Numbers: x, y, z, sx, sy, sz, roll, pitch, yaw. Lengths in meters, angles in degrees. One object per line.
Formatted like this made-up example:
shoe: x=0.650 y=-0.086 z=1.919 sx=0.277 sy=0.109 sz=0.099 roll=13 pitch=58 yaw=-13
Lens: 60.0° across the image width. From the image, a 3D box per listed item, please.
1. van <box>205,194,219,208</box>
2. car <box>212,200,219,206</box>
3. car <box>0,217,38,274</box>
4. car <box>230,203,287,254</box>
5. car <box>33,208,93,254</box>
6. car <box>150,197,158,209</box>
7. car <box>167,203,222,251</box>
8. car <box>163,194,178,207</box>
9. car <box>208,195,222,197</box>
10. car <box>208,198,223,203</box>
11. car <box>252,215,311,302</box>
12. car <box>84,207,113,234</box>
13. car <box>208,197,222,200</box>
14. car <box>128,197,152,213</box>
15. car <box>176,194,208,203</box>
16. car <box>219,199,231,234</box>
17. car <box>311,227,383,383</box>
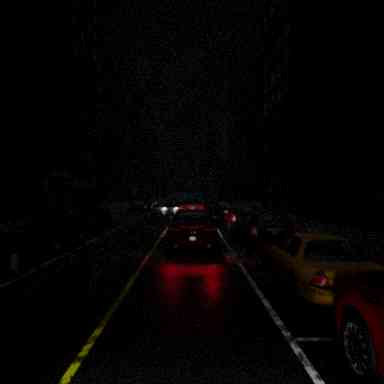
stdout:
van: x=2.800 y=1.262 z=46.488 sx=1.690 sy=1.788 sz=3.998 roll=0 pitch=0 yaw=0
car: x=2.827 y=1.509 z=24.394 sx=2.008 sy=1.369 sz=4.403 roll=0 pitch=0 yaw=0
car: x=-5.678 y=1.531 z=7.797 sx=1.887 sy=1.381 sz=4.507 roll=0 pitch=0 yaw=0
car: x=2.841 y=1.417 z=13.347 sx=1.967 sy=1.590 sz=4.097 roll=0 pitch=0 yaw=0
car: x=-5.685 y=1.543 z=13.322 sx=1.947 sy=1.339 sz=4.313 roll=0 pitch=0 yaw=0
car: x=-5.719 y=1.495 z=40.948 sx=1.947 sy=1.339 sz=4.313 roll=0 pitch=0 yaw=0
car: x=0.037 y=1.453 z=14.068 sx=1.882 sy=1.535 sz=5.008 roll=0 pitch=0 yaw=0
car: x=-3.116 y=1.394 z=48.441 sx=1.882 sy=1.535 sz=5.008 roll=0 pitch=0 yaw=0
car: x=2.807 y=1.245 z=40.965 sx=2.192 sy=1.841 sz=5.009 roll=0 pitch=0 yaw=0
car: x=2.820 y=1.499 z=29.918 sx=2.008 sy=1.369 sz=4.403 roll=0 pitch=0 yaw=0
car: x=2.847 y=1.512 z=7.993 sx=1.752 sy=1.417 sz=4.829 roll=0 pitch=0 yaw=0
car: x=-5.692 y=1.533 z=18.847 sx=1.947 sy=1.339 sz=4.313 roll=0 pitch=0 yaw=0
car: x=2.813 y=1.505 z=35.441 sx=1.947 sy=1.339 sz=4.313 roll=0 pitch=0 yaw=0
car: x=-5.713 y=1.521 z=35.423 sx=1.802 sy=1.307 sz=4.206 roll=0 pitch=0 yaw=0
car: x=0.011 y=1.303 z=27.793 sx=2.097 sy=1.767 sz=4.553 roll=0 pitch=0 yaw=0
car: x=2.834 y=1.408 z=18.870 sx=1.967 sy=1.590 sz=4.097 roll=0 pitch=0 yaw=0
car: x=2.855 y=1.311 z=2.299 sx=2.192 sy=1.841 sz=5.009 roll=0 pitch=0 yaw=0
